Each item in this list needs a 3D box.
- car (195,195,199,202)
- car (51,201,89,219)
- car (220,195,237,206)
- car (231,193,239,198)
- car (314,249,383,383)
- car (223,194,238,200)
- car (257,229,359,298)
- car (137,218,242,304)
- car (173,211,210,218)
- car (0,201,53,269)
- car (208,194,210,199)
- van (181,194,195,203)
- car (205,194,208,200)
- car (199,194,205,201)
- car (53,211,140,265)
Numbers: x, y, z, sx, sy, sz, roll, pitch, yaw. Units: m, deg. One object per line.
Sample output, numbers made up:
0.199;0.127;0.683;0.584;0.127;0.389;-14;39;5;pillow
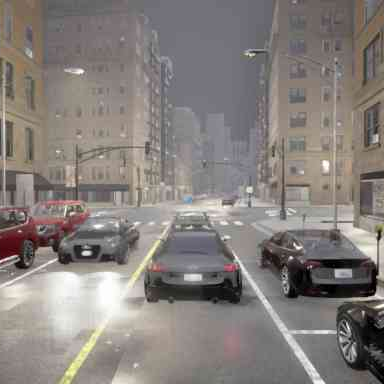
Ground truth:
-0.233;1.336;70.263;1.967;1.590;4.097;0;0;9;car
-5.695;1.311;13.810;2.192;1.841;5.009;-1;0;0;car
5.668;1.512;52.662;1.947;1.339;4.313;0;0;9;car
10.715;1.201;85.255;2.192;1.841;5.009;0;0;9;car
2.851;1.565;2.816;1.947;1.339;4.313;-1;0;0;car
7.352;1.487;63.527;1.947;1.339;4.313;0;0;9;car
2.842;1.564;8.323;1.947;1.339;4.313;-1;0;0;car
0.038;1.562;8.206;1.994;1.385;4.181;0;0;0;car
-0.021;1.595;17.021;1.895;1.301;4.718;0;0;0;car
-5.686;1.313;8.302;2.192;1.841;5.009;-1;0;0;car
3.132;1.308;91.992;1.967;1.590;4.097;0;0;9;car
-1.075;1.248;64.831;1.690;1.788;3.998;0;0;9;van
2.292;1.454;86.559;1.802;1.307;4.206;0;0;9;car
1.424;1.404;80.959;1.752;1.417;4.829;0;0;9;car
-3.016;1.560;11.527;1.994;1.385;4.181;0;0;0;car
